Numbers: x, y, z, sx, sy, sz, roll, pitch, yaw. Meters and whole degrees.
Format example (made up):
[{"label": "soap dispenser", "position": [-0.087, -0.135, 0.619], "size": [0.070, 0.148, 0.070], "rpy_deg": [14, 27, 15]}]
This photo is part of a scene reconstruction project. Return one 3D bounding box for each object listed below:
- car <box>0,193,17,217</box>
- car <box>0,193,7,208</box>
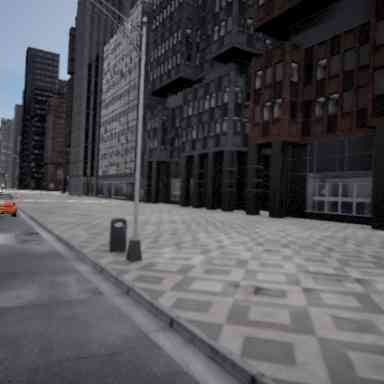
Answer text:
[{"label": "car", "position": [-14.366, 0.834, 24.864], "size": [2.097, 1.767, 4.553], "rpy_deg": [3, 0, -32]}, {"label": "car", "position": [-20.615, 0.828, 34.895], "size": [1.994, 1.385, 4.181], "rpy_deg": [3, 0, -31]}]
